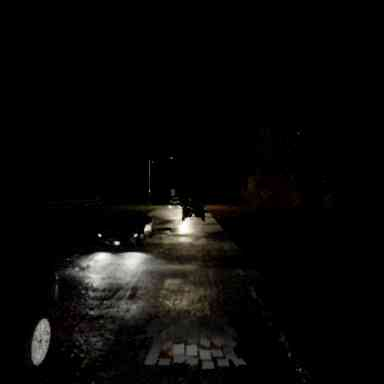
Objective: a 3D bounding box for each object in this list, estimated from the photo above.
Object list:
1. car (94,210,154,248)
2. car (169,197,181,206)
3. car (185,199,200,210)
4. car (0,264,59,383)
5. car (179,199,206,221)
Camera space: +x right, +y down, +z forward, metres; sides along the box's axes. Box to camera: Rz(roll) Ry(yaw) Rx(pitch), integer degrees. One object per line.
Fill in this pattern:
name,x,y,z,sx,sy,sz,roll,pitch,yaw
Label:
car,-2.838,1.559,15.233,2.033,1.411,5.357,0,0,0
car,-2.787,1.528,56.792,1.882,1.535,5.008,0,0,1
car,0.090,1.602,44.489,1.994,1.385,4.181,0,0,0
car,-2.846,1.480,2.802,1.882,1.535,5.008,0,0,0
car,0.106,1.529,27.882,1.837,1.490,4.892,0,1,0
